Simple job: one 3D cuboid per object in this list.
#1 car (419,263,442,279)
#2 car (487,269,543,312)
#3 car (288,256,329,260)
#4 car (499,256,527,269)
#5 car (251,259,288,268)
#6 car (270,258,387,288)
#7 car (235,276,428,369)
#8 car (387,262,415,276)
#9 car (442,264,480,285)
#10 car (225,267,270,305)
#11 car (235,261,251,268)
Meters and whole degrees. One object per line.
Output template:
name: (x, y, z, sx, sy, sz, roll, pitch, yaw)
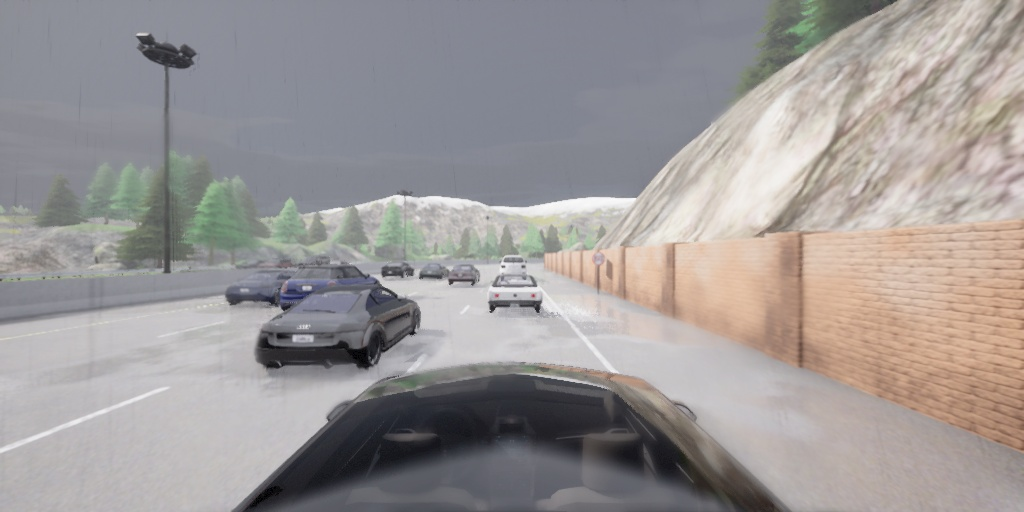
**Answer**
car: (-6.892, 1.336, 32.049, 1.994, 1.385, 4.181, 0, 0, 0)
car: (0.103, 1.360, 14.199, 1.895, 1.301, 4.718, 0, 0, 0)
car: (-24.568, 1.006, 44.410, 2.150, 2.045, 5.566, 0, 0, 0)
car: (0.109, 0.993, 30.555, 2.150, 2.045, 5.566, 0, 0, 0)
car: (-28.071, 1.132, 42.732, 2.097, 1.767, 4.553, 0, 0, 0)
car: (-6.897, 1.112, 14.192, 2.097, 1.767, 4.553, 0, 0, 0)
car: (-3.401, 1.319, 7.846, 1.994, 1.385, 4.181, 0, 0, 0)
car: (-10.392, 1.251, 33.011, 1.882, 1.535, 5.008, 0, 0, 0)
car: (-3.393, 1.315, 26.020, 2.033, 1.411, 5.357, 0, 0, 0)
car: (-10.396, 1.324, 15.978, 1.994, 1.385, 4.181, 0, 0, 0)
car: (-31.555, 1.259, 44.100, 1.882, 1.535, 5.008, 0, 0, 0)
